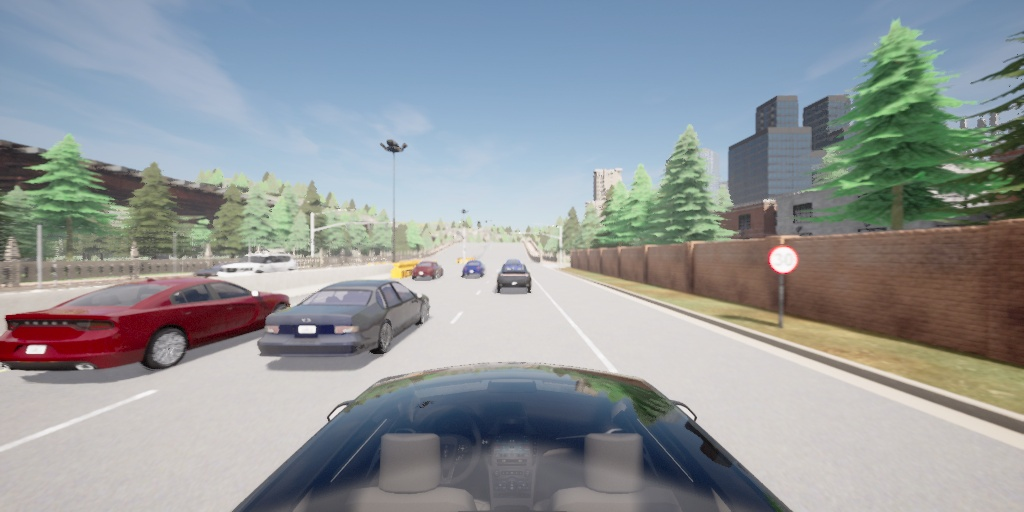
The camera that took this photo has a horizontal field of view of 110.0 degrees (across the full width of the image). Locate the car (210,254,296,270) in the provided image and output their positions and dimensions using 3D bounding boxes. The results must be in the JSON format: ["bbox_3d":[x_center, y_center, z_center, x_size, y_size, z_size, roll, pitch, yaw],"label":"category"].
[{"bbox_3d":[-17.563,0.852,25.133,2.150,2.045,5.566,0,0,0],"label":"car"}]

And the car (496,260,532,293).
[{"bbox_3d":[0.109,1.151,20.178,2.128,1.511,4.902,0,0,0],"label":"car"}]

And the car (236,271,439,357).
[{"bbox_3d":[-3.400,1.263,8.495,2.033,1.411,5.357,0,0,0],"label":"car"}]

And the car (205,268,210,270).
[{"bbox_3d":[-21.049,1.166,27.097,2.033,1.411,5.357,0,0,0],"label":"car"}]

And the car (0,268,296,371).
[{"bbox_3d":[-6.897,1.196,7.673,1.882,1.535,5.008,0,0,0],"label":"car"}]

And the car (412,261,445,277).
[{"bbox_3d":[-6.887,1.138,29.522,1.812,1.442,4.674,0,0,0],"label":"car"}]

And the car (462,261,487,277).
[{"bbox_3d":[-3.386,1.126,32.400,1.812,1.442,4.674,0,0,0],"label":"car"}]
